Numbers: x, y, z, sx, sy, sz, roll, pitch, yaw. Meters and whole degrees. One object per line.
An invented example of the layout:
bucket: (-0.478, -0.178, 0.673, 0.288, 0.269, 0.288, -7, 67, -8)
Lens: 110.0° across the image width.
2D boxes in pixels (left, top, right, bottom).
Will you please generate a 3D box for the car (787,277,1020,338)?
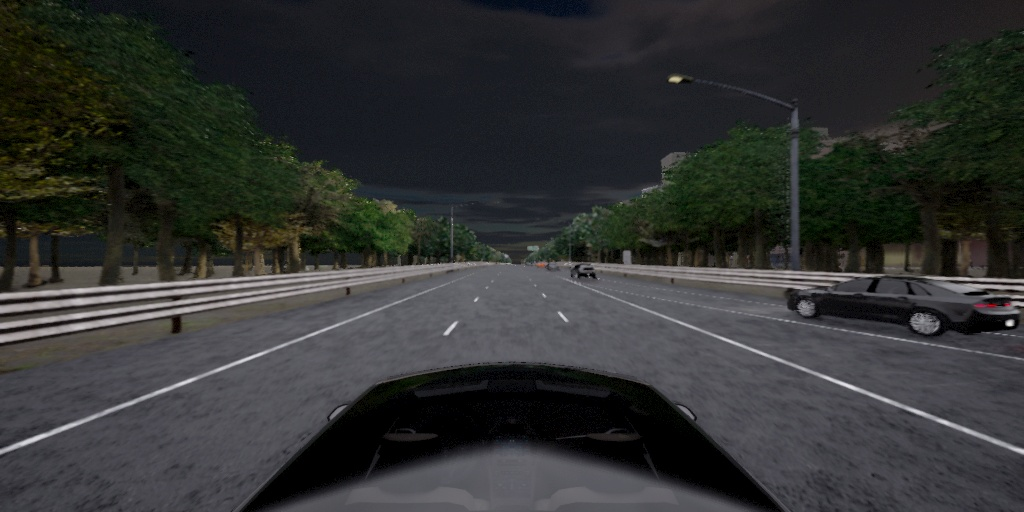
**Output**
car: (11.056, 1.353, 10.768, 1.837, 1.490, 4.892, 0, 0, -16)

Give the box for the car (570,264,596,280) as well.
car: (7.129, 1.558, 36.274, 1.837, 1.490, 4.892, 0, 0, -2)

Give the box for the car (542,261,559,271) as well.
car: (7.041, 1.798, 62.835, 2.128, 1.511, 4.902, 0, -1, 0)
